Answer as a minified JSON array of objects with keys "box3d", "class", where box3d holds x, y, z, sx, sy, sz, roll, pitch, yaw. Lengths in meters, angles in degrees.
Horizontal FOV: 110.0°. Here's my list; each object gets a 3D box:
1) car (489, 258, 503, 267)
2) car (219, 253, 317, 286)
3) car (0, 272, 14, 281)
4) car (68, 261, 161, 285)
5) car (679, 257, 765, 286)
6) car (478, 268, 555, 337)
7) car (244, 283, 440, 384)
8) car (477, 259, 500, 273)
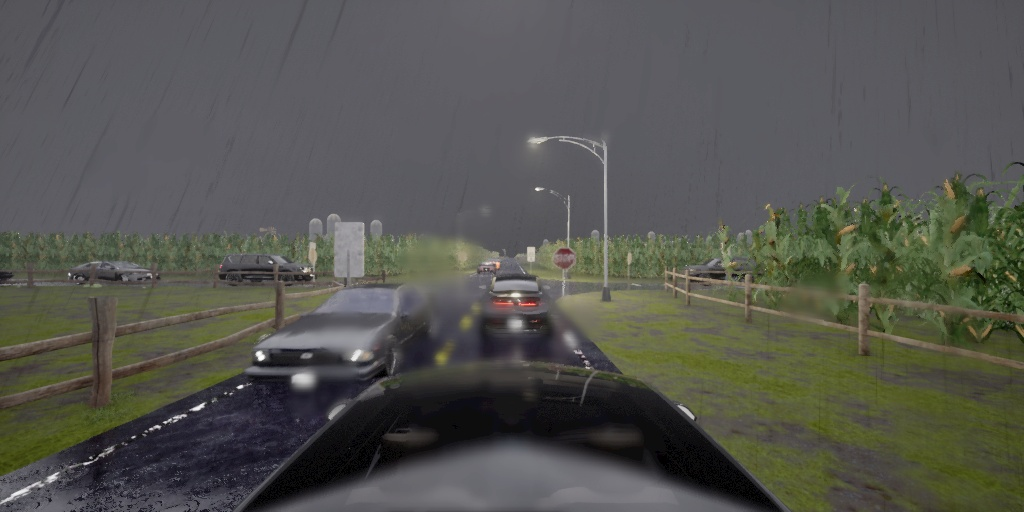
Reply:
[{"box3d":[-2.757,1.087,51.019,2.097,1.767,4.553,0,0,0],"class":"car"},{"box3d":[-15.823,0.870,23.357,5.566,2.045,2.150,0,-1,0],"class":"car"},{"box3d":[-36.151,1.143,23.575,4.718,1.301,1.895,0,-1,1],"class":"car"},{"box3d":[-25.873,1.086,23.452,4.902,1.511,2.128,0,-1,1],"class":"car"},{"box3d":[15.165,1.094,25.928,5.566,2.045,2.150,1,-1,1],"class":"car"},{"box3d":[0.111,1.256,10.283,1.837,1.490,4.892,0,0,0],"class":"car"},{"box3d":[-2.841,1.298,7.551,2.033,1.411,5.357,0,0,0],"class":"car"},{"box3d":[-2.786,1.304,40.928,1.994,1.385,4.181,0,0,0],"class":"car"}]
